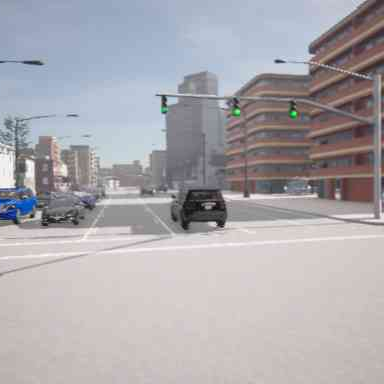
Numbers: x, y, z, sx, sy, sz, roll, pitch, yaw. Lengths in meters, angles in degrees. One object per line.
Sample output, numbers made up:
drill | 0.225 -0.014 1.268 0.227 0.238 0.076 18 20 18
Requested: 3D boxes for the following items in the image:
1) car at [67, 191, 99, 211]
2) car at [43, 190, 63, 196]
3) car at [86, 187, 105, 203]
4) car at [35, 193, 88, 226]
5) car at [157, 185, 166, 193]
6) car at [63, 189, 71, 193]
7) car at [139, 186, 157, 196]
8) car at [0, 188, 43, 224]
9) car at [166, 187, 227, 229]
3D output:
car | -9.442 0.851 28.731 1.895 1.301 4.718 -1 2 -12
car | -13.316 0.753 30.108 1.837 1.490 4.892 -1 2 -12
car | -11.353 0.412 37.825 1.837 1.490 4.892 -1 2 -12
car | -7.514 1.062 19.675 1.837 1.490 4.892 -1 2 -12
car | -5.804 -0.595 62.255 2.033 1.411 5.357 -1 2 -12
car | -15.440 0.406 40.370 2.033 1.411 5.357 -1 2 -12
car | -7.085 -0.217 51.544 2.128 1.511 4.902 -1 2 -12
car | -11.303 0.802 20.651 2.150 2.045 5.566 -1 2 -11
car | 0.200 0.726 17.975 2.150 2.045 5.566 -1 2 -12
